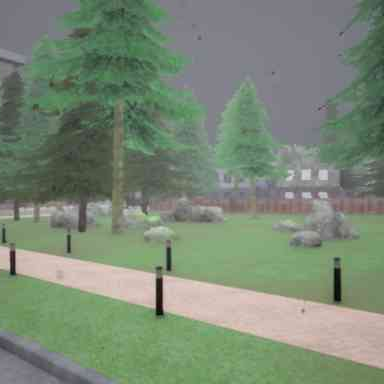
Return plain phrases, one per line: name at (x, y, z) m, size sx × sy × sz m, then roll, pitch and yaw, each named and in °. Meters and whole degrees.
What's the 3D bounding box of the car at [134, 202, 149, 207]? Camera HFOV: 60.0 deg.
car at (-8.384, 1.903, 59.625) m, size 1.882 × 1.535 × 5.008 m, roll -1°, pitch -1°, yaw 37°
